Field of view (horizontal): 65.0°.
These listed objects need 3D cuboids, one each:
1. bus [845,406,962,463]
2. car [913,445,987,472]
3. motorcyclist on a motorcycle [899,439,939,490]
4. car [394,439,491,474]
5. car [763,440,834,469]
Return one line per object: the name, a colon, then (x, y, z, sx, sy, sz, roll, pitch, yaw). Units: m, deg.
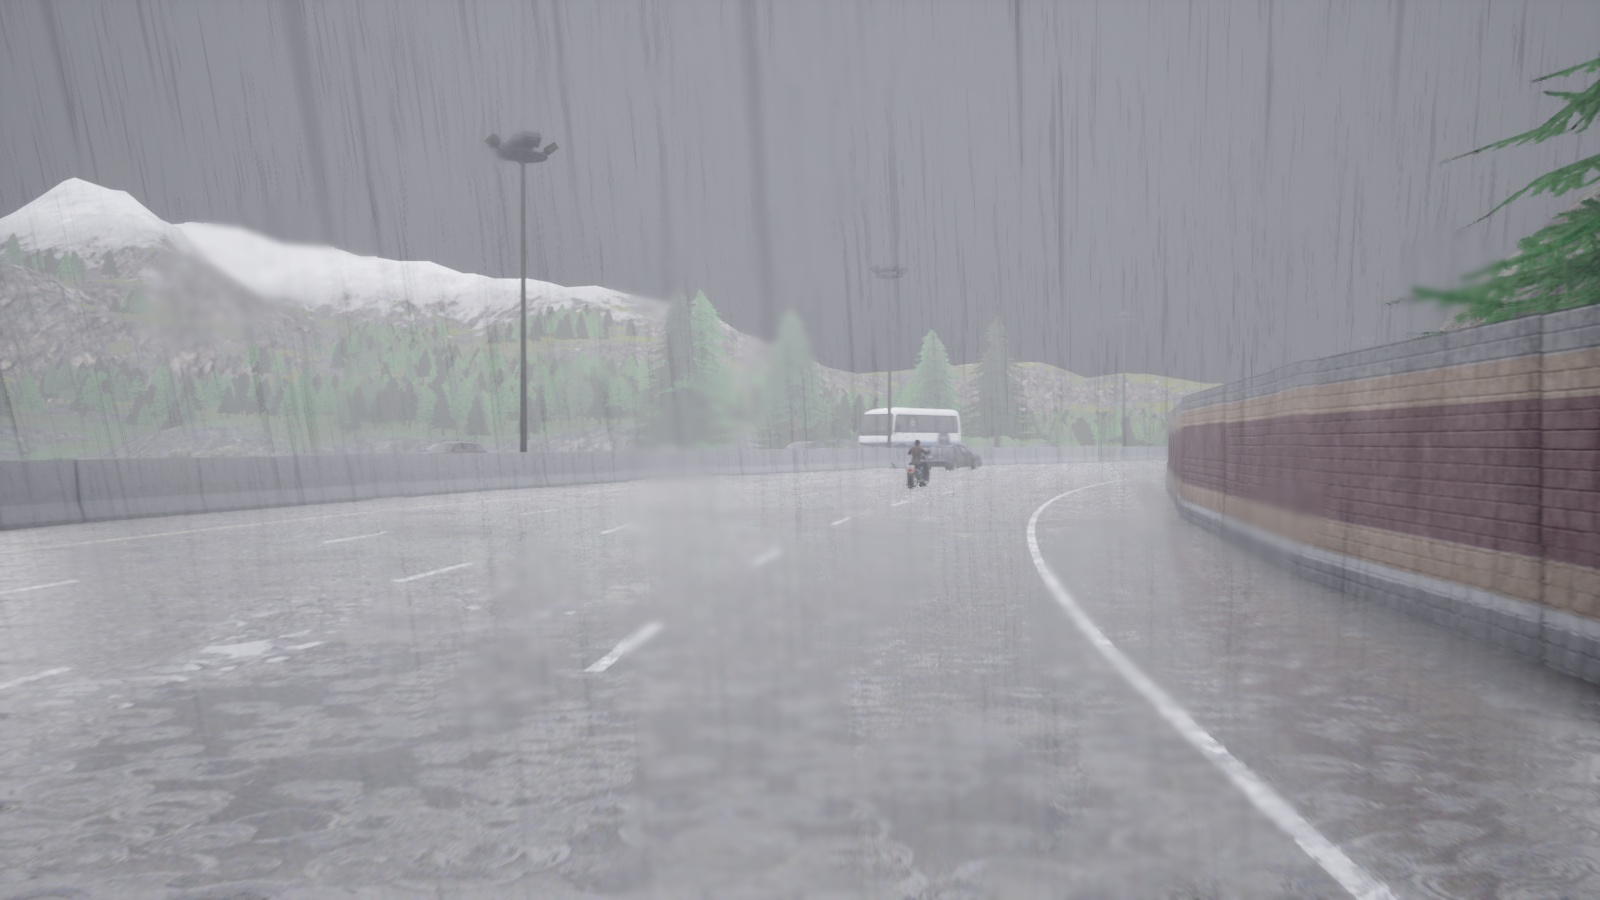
bus: (8.253, -1.179, 98.780, 3.944, 4.253, 10.273, 0, 0, 40)
car: (8.171, 0.418, 67.988, 2.033, 1.411, 5.357, 0, 0, 30)
motorcyclist on a motorcycle: (4.002, 0.464, 42.022, 0.766, 1.649, 2.350, 1, 0, 19)
car: (-17.832, 0.305, 62.863, 2.033, 1.649, 4.856, 0, 0, 24)
car: (-0.018, 0.255, 74.706, 2.033, 1.649, 4.856, 0, 0, 31)
